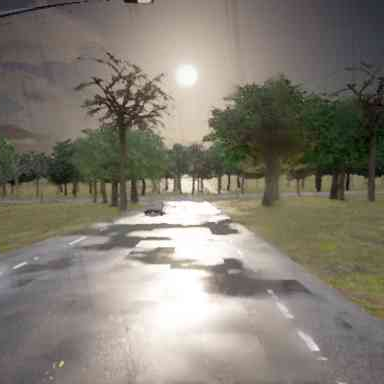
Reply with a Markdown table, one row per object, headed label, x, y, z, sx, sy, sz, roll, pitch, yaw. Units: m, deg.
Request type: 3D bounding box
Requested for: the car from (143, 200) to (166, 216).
| label | x | y | z | sx | sy | sz | roll | pitch | yaw |
| --- | --- | --- | --- | --- | --- | --- | --- | --- | --- |
| car | -3.575 | 1.527 | 33.135 | 2.033 | 1.411 | 5.357 | 0 | 0 | 0 |
